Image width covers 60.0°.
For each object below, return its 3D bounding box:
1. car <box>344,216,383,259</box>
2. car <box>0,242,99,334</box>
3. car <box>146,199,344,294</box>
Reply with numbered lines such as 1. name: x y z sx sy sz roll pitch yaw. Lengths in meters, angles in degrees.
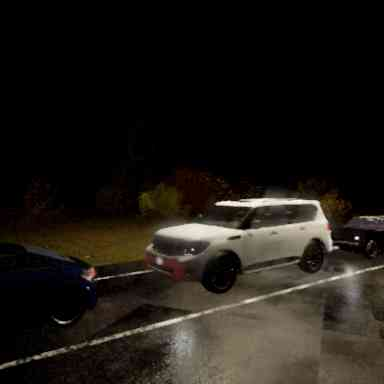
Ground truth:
1. car: 6.853 1.602 12.664 4.718 1.301 1.895 0 0 -32
2. car: -3.728 1.564 5.448 4.181 1.385 1.994 0 0 -34
3. car: 1.533 1.222 9.159 5.566 2.045 2.150 0 0 -34
